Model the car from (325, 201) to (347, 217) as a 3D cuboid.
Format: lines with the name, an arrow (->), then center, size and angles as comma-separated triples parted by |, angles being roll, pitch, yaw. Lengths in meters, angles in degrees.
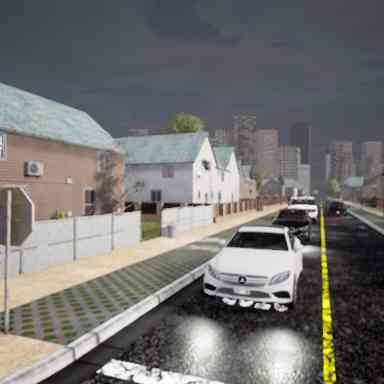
car -> 15.522, 1.792, 35.726 | 1.837, 1.490, 4.892 | 0, 0, 20

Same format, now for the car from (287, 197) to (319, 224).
car -> 9.222, 1.439, 27.544 | 2.150, 2.045, 5.566 | 0, 0, 21

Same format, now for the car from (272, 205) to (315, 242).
car -> 5.373, 1.644, 17.646 | 1.837, 1.490, 4.892 | 0, 0, 21

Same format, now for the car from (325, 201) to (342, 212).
car -> 19.133, 1.928, 45.227 | 1.994, 1.385, 4.181 | 0, 0, 21

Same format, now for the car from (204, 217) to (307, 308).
car -> 1.778, 1.592, 8.390 | 1.812, 1.442, 4.674 | 0, 0, 21
